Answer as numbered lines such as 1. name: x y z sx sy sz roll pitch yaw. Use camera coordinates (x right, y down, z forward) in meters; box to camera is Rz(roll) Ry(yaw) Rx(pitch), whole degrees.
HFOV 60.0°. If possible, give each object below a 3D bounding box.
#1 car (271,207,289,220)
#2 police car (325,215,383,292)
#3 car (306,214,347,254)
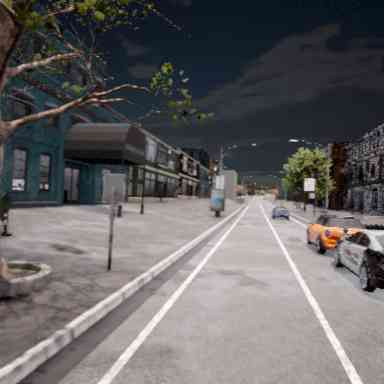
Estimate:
1. car: 10.279 2.422 38.714 2.033 1.411 5.357 3 0 11
2. police car: 5.650 1.798 9.915 1.930 1.638 5.238 3 -1 11
3. car: 6.755 1.835 15.671 2.097 1.767 4.553 3 -1 11
